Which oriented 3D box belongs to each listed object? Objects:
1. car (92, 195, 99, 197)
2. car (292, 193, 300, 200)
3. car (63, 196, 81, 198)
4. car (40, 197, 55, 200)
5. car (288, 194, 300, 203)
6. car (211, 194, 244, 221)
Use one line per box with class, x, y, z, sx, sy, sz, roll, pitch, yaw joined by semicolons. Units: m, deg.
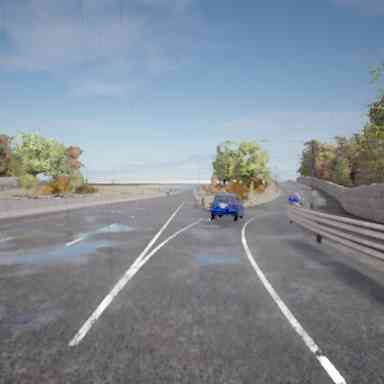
car;-20.990;1.435;72.756;1.812;1.442;4.674;0;0;0
car;26.333;1.116;84.349;1.812;1.442;4.674;0;4;19
car;-21.021;1.425;56.613;1.837;1.490;4.892;0;0;1
car;-24.519;1.484;56.540;1.994;1.385;4.181;0;0;1
car;22.707;1.445;74.532;2.150;2.045;5.566;0;3;20
car;3.027;1.267;27.654;2.150;2.045;5.566;2;-1;15
